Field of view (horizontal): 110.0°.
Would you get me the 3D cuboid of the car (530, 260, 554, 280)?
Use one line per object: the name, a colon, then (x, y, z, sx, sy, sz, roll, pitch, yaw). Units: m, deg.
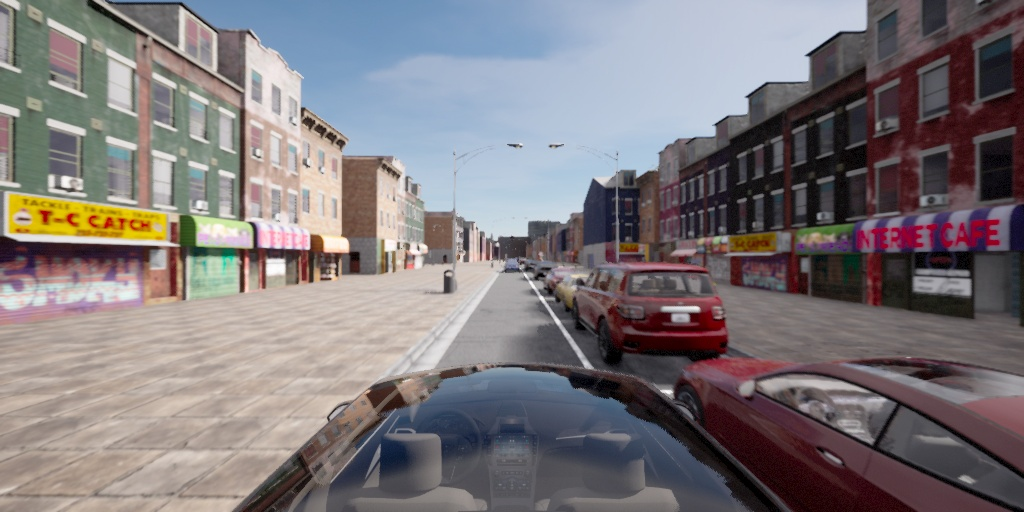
car: (2.759, 1.207, 30.010, 1.837, 1.490, 4.892, 0, 0, 0)

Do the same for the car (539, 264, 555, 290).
car: (2.644, 1.296, 19.368, 1.802, 1.307, 4.207, 0, 0, 0)

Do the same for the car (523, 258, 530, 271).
car: (2.653, 1.256, 47.739, 1.948, 1.339, 4.313, 0, 0, 0)

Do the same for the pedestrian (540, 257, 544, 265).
pedestrian: (2.760, 0.992, 32.960, 0.375, 1.860, 0.375, 0, 0, 0)

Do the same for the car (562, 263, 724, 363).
car: (2.640, 1.050, 8.019, 2.192, 1.841, 5.009, 0, 0, 0)

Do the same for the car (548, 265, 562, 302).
car: (2.642, 1.249, 13.864, 1.751, 1.417, 4.829, 0, 0, 0)

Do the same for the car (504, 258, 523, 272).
car: (0.022, 1.264, 44.936, 2.033, 1.411, 5.357, 0, 0, 0)

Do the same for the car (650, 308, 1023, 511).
car: (2.638, 1.330, 2.345, 1.802, 1.307, 4.207, 0, 0, 0)
